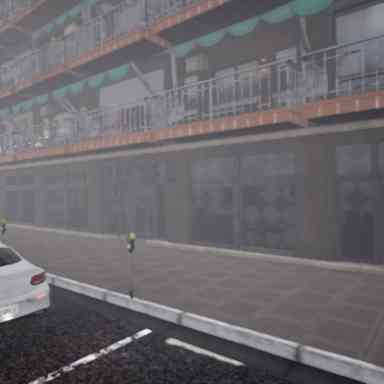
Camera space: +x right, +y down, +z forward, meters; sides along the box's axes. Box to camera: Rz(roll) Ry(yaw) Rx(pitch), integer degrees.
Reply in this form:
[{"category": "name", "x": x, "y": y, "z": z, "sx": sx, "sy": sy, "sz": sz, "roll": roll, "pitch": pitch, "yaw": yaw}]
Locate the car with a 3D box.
[{"category": "car", "x": -4.428, "y": 1.546, "z": 6.171, "sx": 4.674, "sy": 1.442, "sz": 1.812, "roll": -1, "pitch": 1, "yaw": 38}]
